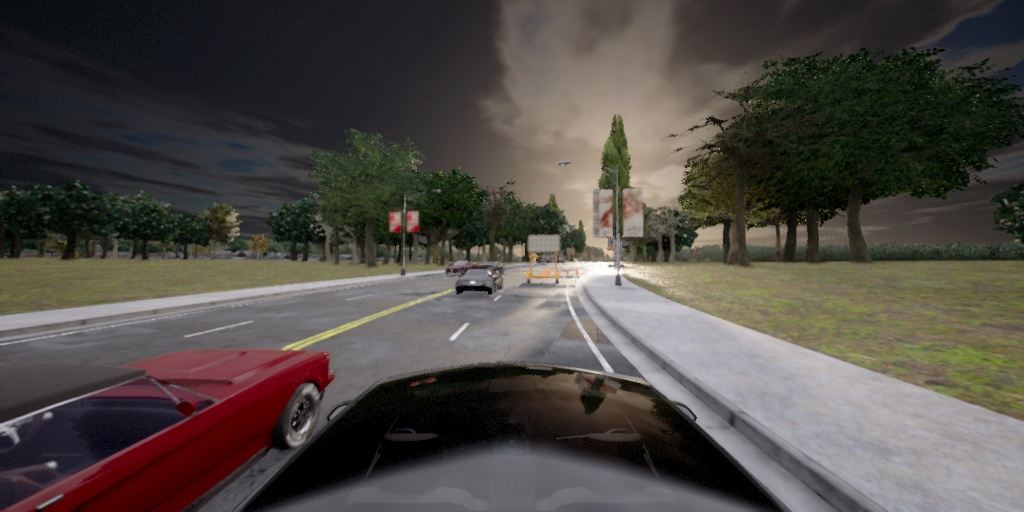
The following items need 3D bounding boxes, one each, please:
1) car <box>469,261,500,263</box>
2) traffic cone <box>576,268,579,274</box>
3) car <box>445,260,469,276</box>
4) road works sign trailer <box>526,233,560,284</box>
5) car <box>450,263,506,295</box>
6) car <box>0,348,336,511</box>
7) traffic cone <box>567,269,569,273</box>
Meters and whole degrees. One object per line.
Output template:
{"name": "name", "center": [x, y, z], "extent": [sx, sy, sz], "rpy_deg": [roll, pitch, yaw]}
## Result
{"name": "car", "center": [-2.079, 1.211, 35.227], "extent": [2.033, 1.411, 5.357], "rpy_deg": [0, 0, 15]}
{"name": "traffic cone", "center": [6.993, 1.570, 38.191], "extent": [0.340, 0.580, 0.340], "rpy_deg": [0, 0, 14]}
{"name": "car", "center": [-5.073, 1.150, 36.487], "extent": [1.882, 1.535, 5.008], "rpy_deg": [0, 0, 15]}
{"name": "road works sign trailer", "center": [2.342, 0.144, 25.942], "extent": [2.380, 3.560, 2.880], "rpy_deg": [0, 0, 14]}
{"name": "car", "center": [-1.687, 1.272, 19.755], "extent": [1.994, 1.385, 4.181], "rpy_deg": [0, 0, 8]}
{"name": "car", "center": [-3.082, 1.335, 2.223], "extent": [1.895, 1.301, 4.718], "rpy_deg": [0, 0, 0]}
{"name": "traffic cone", "center": [6.024, 1.574, 38.428], "extent": [0.340, 0.580, 0.340], "rpy_deg": [0, 0, 14]}
